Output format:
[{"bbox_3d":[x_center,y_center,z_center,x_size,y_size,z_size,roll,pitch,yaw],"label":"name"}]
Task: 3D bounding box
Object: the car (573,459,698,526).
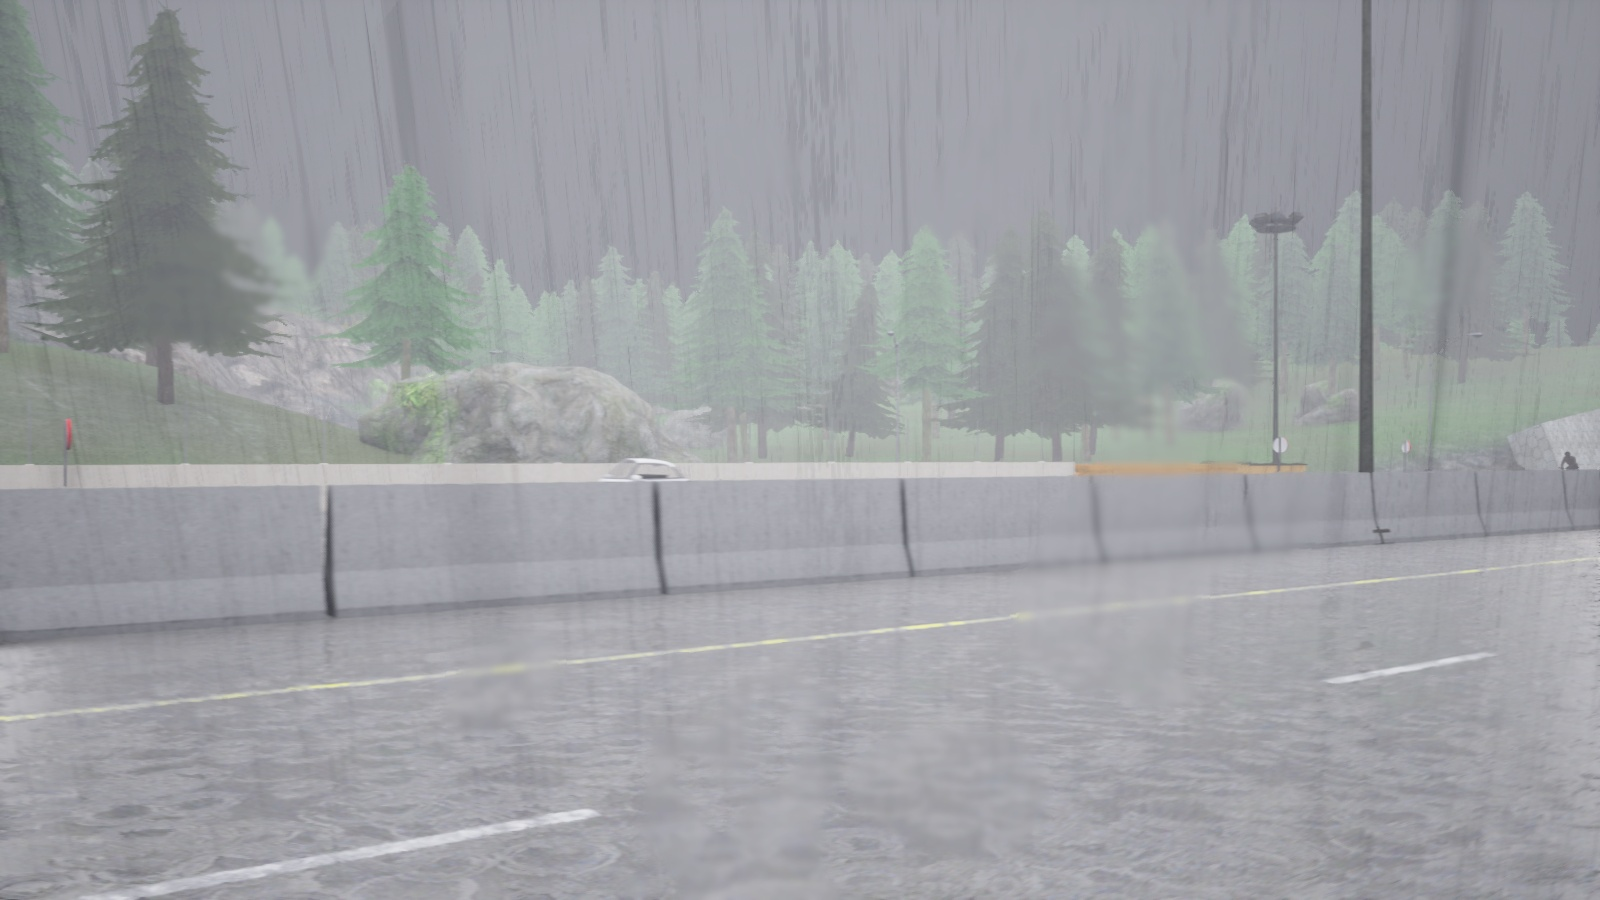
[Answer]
[{"bbox_3d":[-3.511,0.873,26.766,2.207,1.376,1.481,0,0,-34],"label":"car"}]
